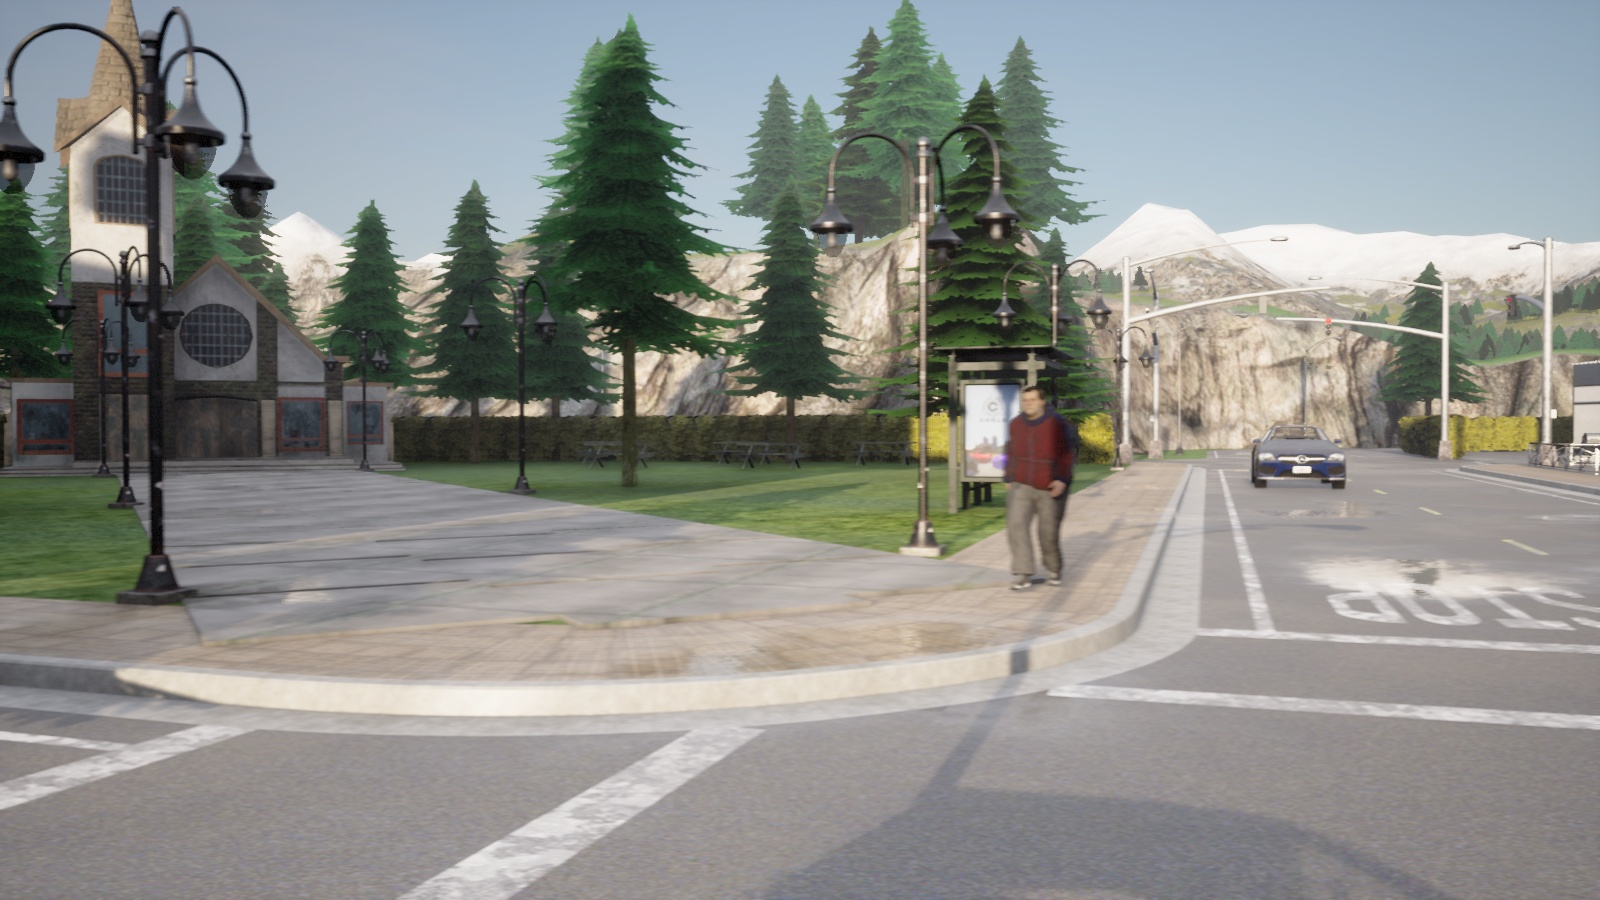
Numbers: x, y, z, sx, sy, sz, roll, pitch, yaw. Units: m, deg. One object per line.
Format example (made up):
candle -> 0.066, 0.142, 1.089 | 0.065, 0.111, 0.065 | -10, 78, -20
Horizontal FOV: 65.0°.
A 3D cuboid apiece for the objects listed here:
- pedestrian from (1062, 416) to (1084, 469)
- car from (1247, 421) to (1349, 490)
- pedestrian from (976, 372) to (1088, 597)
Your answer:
pedestrian -> 10.013, -0.284, 46.083 | 0.423, 1.949, 0.788 | 0, 1, -19
car -> 13.027, 0.086, 33.122 | 2.152, 1.651, 5.027 | 1, 1, 18
pedestrian -> 2.014, 0.272, 10.846 | 0.634, 1.844, 0.899 | 1, 1, 34
